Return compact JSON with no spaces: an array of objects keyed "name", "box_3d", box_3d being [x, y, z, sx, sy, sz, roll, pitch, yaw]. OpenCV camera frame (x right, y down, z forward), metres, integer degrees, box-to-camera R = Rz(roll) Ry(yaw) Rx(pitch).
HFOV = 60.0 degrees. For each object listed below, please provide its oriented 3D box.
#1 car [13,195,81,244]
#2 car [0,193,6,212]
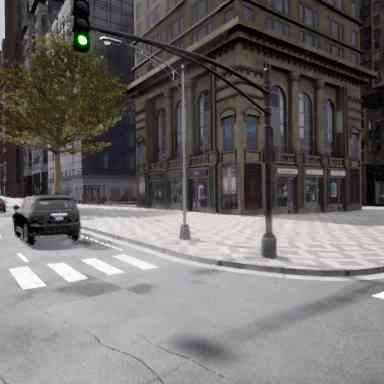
[{"name":"car","box_3d":[-7.024,1.179,15.857,2.150,2.045,5.566,-1,1,-36]},{"name":"car","box_3d":[-21.982,1.277,36.801,2.097,1.767,4.553,-1,1,-36]}]
